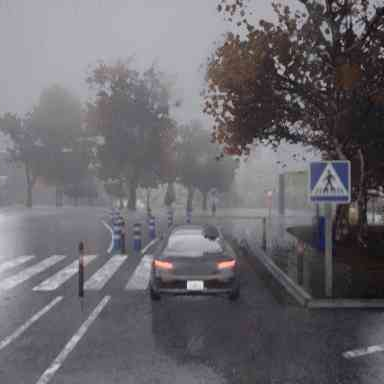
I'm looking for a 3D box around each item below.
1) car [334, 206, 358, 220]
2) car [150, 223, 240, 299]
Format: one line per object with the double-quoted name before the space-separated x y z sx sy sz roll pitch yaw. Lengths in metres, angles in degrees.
"car" 17.001 2.276 36.273 1.882 1.535 5.008 1 -3 38
"car" 0.046 1.496 8.257 1.812 1.442 4.674 0 0 0
